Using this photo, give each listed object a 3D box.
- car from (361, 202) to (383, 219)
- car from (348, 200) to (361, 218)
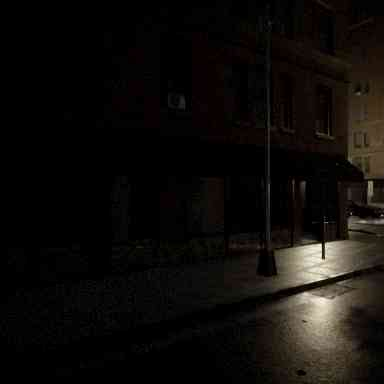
[{"bbox_3d":[12.877,1.327,27.203,2.033,1.411,5.357,0,1,-32],"label":"car"},{"bbox_3d":[9.964,1.279,25.649,1.837,1.490,4.892,0,1,-35],"label":"car"}]
